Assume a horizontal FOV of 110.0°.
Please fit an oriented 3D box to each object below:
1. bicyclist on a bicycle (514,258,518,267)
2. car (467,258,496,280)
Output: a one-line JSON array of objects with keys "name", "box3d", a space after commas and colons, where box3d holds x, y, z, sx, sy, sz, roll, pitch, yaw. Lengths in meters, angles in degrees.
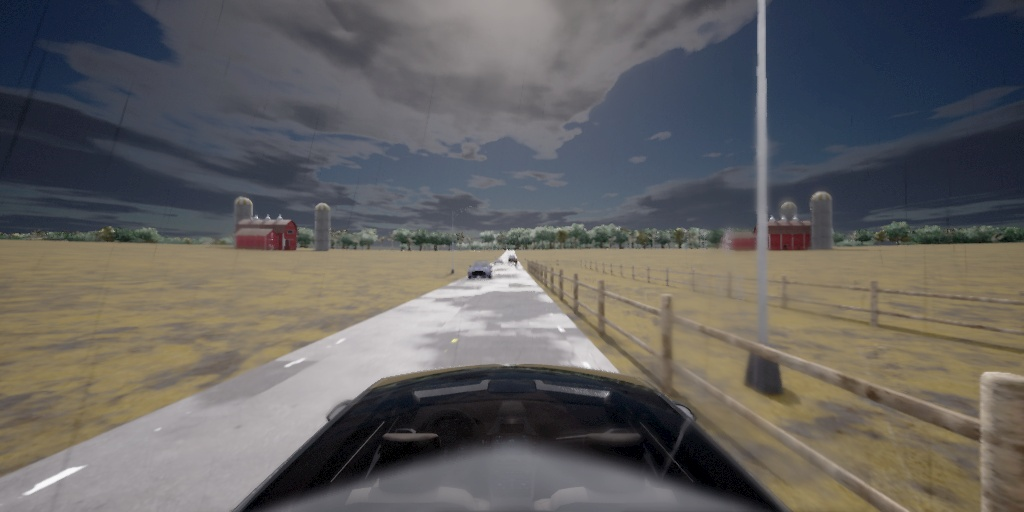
[{"name": "bicyclist on a bicycle", "box3d": [0.757, 1.205, 58.370, 0.582, 1.620, 1.656, 0, 0, 0]}, {"name": "car", "box3d": [-2.840, 1.196, 32.919, 2.097, 1.767, 4.553, 0, 0, 0]}]
